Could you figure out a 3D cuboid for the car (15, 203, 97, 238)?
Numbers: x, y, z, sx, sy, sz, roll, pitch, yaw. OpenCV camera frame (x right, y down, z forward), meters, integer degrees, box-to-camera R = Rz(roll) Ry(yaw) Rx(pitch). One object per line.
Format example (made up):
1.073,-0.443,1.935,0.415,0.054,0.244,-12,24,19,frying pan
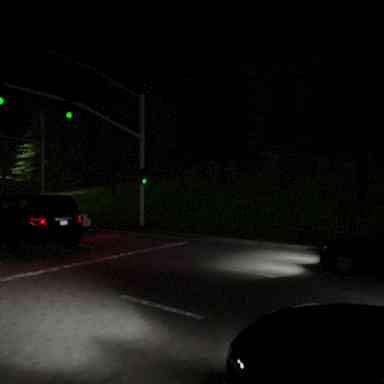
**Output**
-7.309,1.413,17.707,4.674,1.442,1.812,0,0,35,car

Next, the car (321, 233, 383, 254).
5.737,1.522,8.493,4.674,1.442,1.812,0,0,35,car

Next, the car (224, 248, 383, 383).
2.527,1.496,2.197,4.902,1.511,2.128,0,0,35,car

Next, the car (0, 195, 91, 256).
-6.567,1.132,12.907,5.566,2.045,2.150,0,0,35,car
